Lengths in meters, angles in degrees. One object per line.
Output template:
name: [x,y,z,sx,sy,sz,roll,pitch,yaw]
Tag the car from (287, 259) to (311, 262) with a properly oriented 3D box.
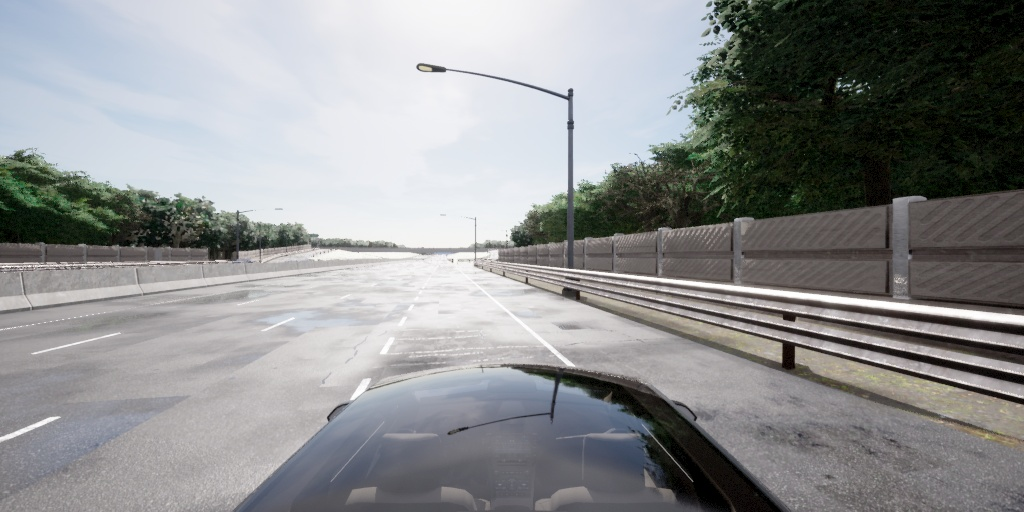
car: [-31.148,1.277,53.722,1.882,1.535,5.008,0,0,-10]
